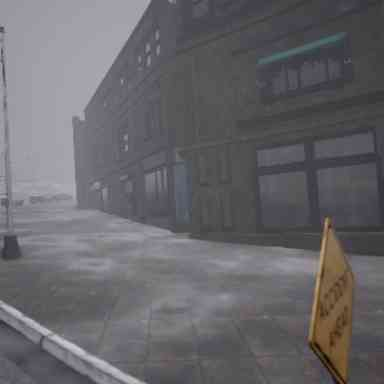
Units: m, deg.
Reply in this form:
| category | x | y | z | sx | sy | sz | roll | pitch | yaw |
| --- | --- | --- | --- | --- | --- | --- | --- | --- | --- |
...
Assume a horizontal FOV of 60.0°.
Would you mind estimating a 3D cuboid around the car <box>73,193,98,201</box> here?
| category | x | y | z | sx | sy | sz | roll | pitch | yaw |
| --- | --- | --- | --- | --- | --- | --- | --- | --- | --- |
| car | -22.594 | 0.990 | 70.696 | 2.033 | 1.411 | 5.357 | -5 | 0 | 20 |

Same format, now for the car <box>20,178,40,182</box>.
| category | x | y | z | sx | sy | sz | roll | pitch | yaw |
| --- | --- | --- | --- | --- | --- | --- | --- | --- | --- |
| car | -42.159 | -2.705 | 84.802 | 2.002 | 1.452 | 4.674 | -6 | -3 | 34 |

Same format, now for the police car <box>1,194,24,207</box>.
| category | x | y | z | sx | sy | sz | roll | pitch | yaw |
| --- | --- | --- | --- | --- | --- | --- | --- | --- | --- |
| police car | -22.740 | 1.065 | 41.514 | 1.930 | 1.638 | 5.238 | -3 | 1 | -5 |

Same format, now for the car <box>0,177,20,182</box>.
| category | x | y | z | sx | sy | sz | roll | pitch | yaw |
| --- | --- | --- | --- | --- | --- | --- | --- | --- | --- |
| car | -45.250 | -2.747 | 80.195 | 2.231 | 1.521 | 4.892 | -6 | -3 | 35 |

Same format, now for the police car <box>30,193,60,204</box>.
| category | x | y | z | sx | sy | sz | roll | pitch | yaw |
| --- | --- | --- | --- | --- | --- | --- | --- | --- | --- |
| police car | -22.813 | 0.930 | 51.059 | 1.930 | 1.638 | 5.238 | -4 | 1 | 4 |

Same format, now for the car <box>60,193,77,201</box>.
| category | x | y | z | sx | sy | sz | roll | pitch | yaw |
| --- | --- | --- | --- | --- | --- | --- | --- | --- | --- |
| car | -22.103 | 0.921 | 56.633 | 1.837 | 1.490 | 4.892 | -4 | 0 | 10 |
